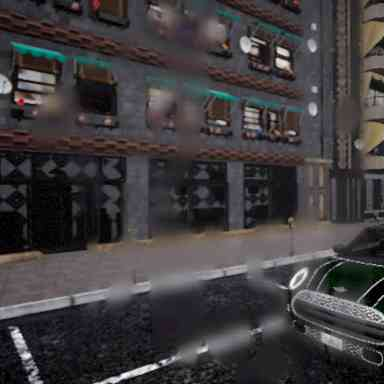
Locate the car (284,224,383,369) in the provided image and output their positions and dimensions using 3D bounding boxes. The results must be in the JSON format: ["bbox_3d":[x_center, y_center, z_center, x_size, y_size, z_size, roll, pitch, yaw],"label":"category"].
[{"bbox_3d":[3.659,1.357,5.649,4.553,1.767,2.097,0,0,-35],"label":"car"}]
